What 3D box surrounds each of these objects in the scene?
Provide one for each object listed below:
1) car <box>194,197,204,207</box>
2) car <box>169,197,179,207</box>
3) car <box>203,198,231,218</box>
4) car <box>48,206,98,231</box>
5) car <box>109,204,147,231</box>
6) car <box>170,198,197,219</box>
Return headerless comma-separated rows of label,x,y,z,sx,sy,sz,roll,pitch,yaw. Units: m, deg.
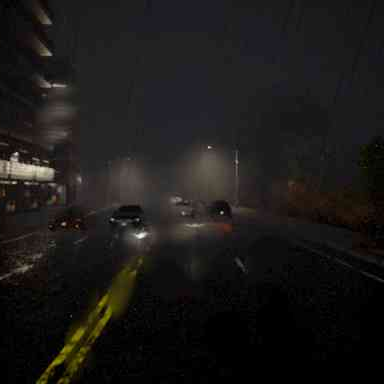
car,0.965,1.458,47.497,1.837,1.490,4.892,0,0,-5
car,-2.293,1.482,47.453,1.812,1.442,4.674,0,0,-6
car,2.348,1.479,30.157,1.837,1.490,4.892,0,0,-4
car,-7.070,1.555,20.151,1.994,1.385,4.181,0,0,-2
car,-3.835,1.514,20.654,1.812,1.442,4.674,0,0,-2
car,-0.845,1.504,29.219,1.812,1.442,4.674,0,0,-3
